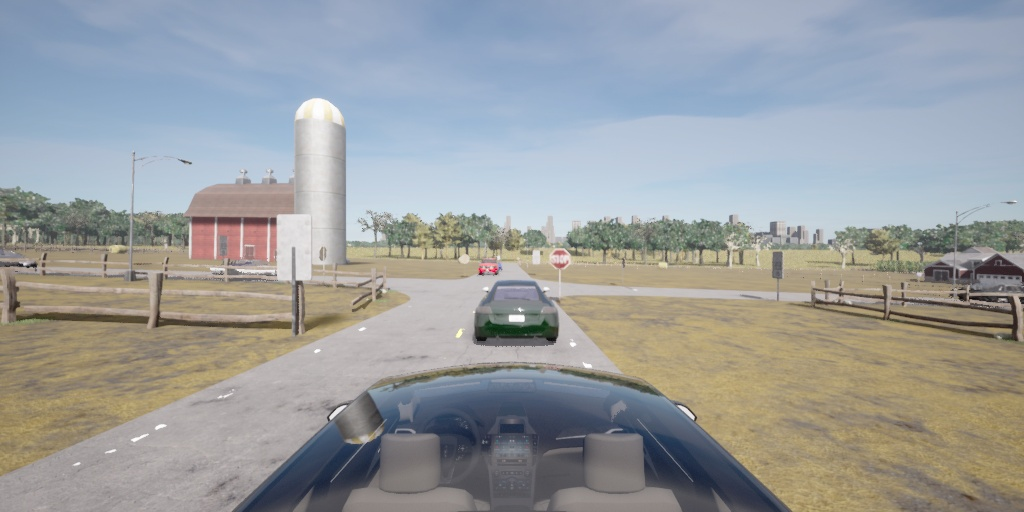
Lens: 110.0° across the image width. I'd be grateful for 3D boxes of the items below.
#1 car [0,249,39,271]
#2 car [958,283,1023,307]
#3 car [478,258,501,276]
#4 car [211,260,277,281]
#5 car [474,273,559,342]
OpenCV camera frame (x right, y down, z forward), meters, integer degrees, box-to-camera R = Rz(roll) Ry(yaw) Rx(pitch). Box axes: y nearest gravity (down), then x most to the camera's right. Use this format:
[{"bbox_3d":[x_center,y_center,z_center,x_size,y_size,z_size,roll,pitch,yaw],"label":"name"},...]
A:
[{"bbox_3d":[-35.052,0.227,24.142,4.902,1.511,2.128,2,0,0],"label":"car"},{"bbox_3d":[32.877,2.611,23.876,4.892,1.490,1.837,2,0,0],"label":"car"},{"bbox_3d":[-2.750,1.262,42.806,2.150,2.045,5.566,0,-1,0],"label":"car"},{"bbox_3d":[-17.154,0.928,24.065,4.718,1.301,1.895,2,0,0],"label":"car"},{"bbox_3d":[0.113,1.329,9.790,1.994,1.385,4.181,0,0,0],"label":"car"}]
